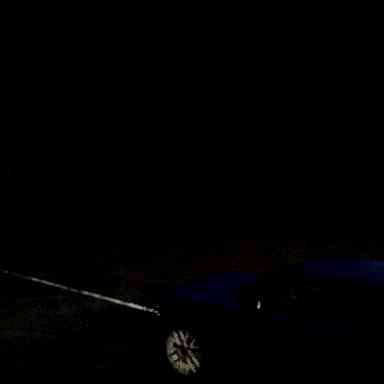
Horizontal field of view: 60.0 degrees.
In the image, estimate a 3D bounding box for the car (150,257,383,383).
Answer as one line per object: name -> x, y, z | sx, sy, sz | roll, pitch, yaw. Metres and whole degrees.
car -> 1.741, 1.523, 3.867 | 5.008, 1.535, 1.882 | 0, -1, 34
